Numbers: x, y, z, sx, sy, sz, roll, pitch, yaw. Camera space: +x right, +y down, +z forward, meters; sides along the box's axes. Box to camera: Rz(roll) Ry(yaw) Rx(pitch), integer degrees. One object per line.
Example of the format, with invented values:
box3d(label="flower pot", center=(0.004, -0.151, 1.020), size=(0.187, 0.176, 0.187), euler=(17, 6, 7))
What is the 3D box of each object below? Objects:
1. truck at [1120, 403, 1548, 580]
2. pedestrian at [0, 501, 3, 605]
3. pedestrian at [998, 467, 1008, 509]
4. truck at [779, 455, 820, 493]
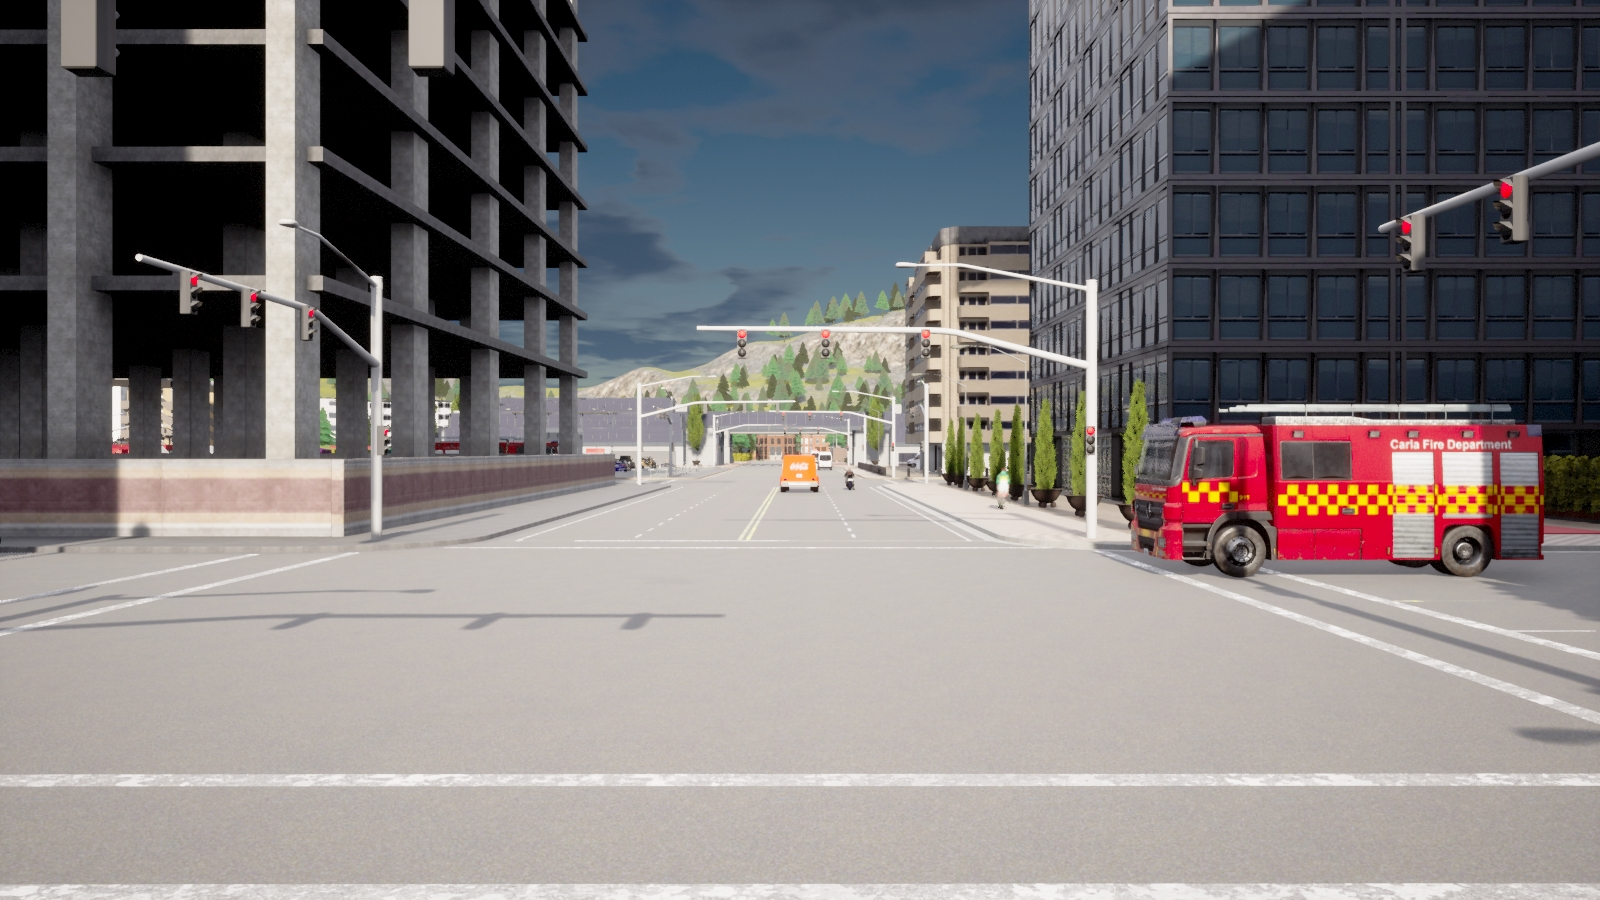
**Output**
box3d(label="truck", center=(11.970, 0.889, 26.163), size=(8.468, 3.827, 2.891), euler=(0, 0, -1))
box3d(label="pedestrian", center=(-14.510, 1.847, 20.353), size=(0.375, 1.860, 0.375), euler=(0, 0, -5))
box3d(label="pedestrian", center=(8.976, 1.693, 50.600), size=(0.375, 1.860, 0.375), euler=(0, 0, -1))
box3d(label="truck", center=(-0.023, 1.564, 76.782), size=(2.627, 2.467, 5.204), euler=(0, 0, 0))
